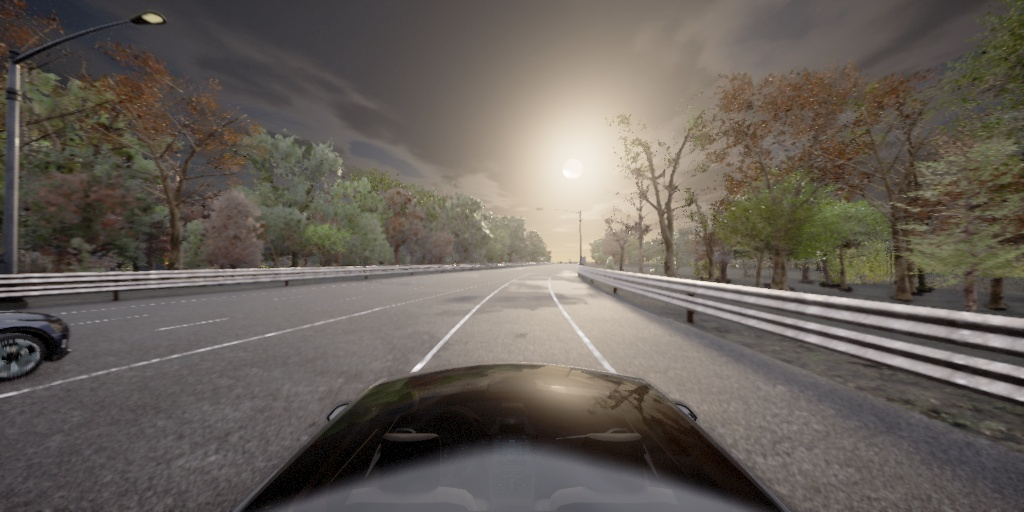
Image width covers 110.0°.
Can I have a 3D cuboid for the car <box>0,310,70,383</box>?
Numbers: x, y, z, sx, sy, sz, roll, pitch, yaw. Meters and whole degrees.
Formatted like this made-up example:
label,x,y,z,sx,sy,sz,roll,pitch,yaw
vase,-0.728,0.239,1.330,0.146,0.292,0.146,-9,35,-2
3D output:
label,x,y,z,sx,sy,sz,roll,pitch,yaw
car,-9.134,1.173,4.397,2.033,1.649,4.856,0,-1,11
